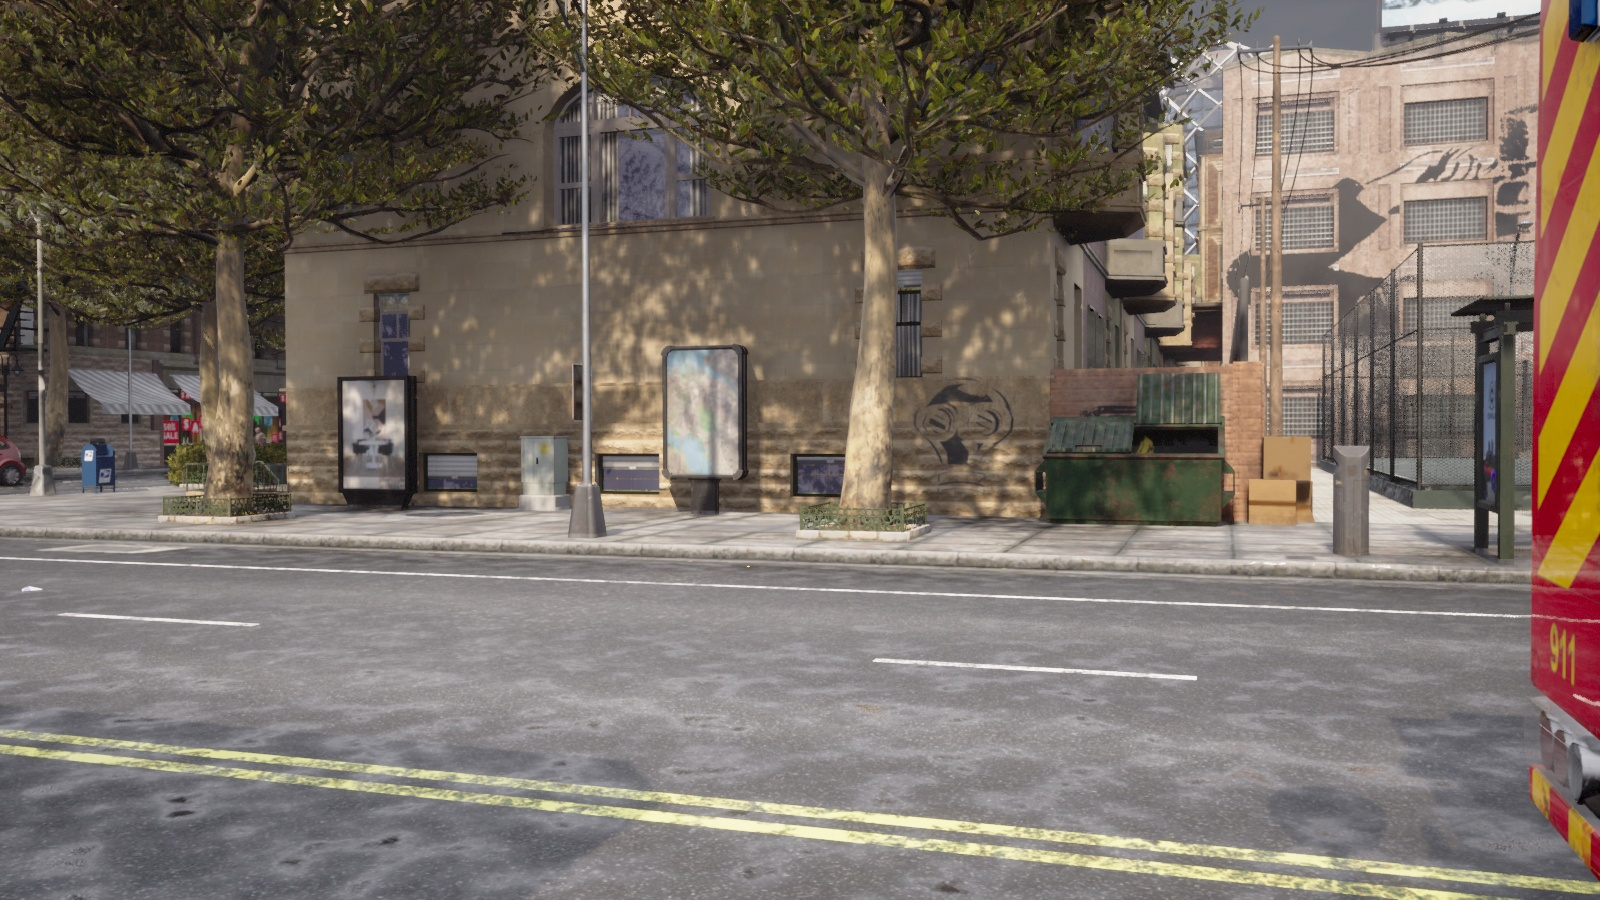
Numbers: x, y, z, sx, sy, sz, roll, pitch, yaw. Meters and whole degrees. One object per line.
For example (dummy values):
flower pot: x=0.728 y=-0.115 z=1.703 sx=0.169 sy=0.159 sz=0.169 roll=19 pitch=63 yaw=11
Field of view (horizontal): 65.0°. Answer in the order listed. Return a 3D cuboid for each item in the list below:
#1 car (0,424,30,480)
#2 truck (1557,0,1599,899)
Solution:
car: x=-24.391 y=0.062 z=35.700 sx=1.851 sy=1.617 sz=3.988 roll=1 pitch=1 yaw=19
truck: x=5.940 y=-0.337 z=1.185 sx=8.468 sy=3.827 sz=2.891 roll=1 pitch=1 yaw=19
